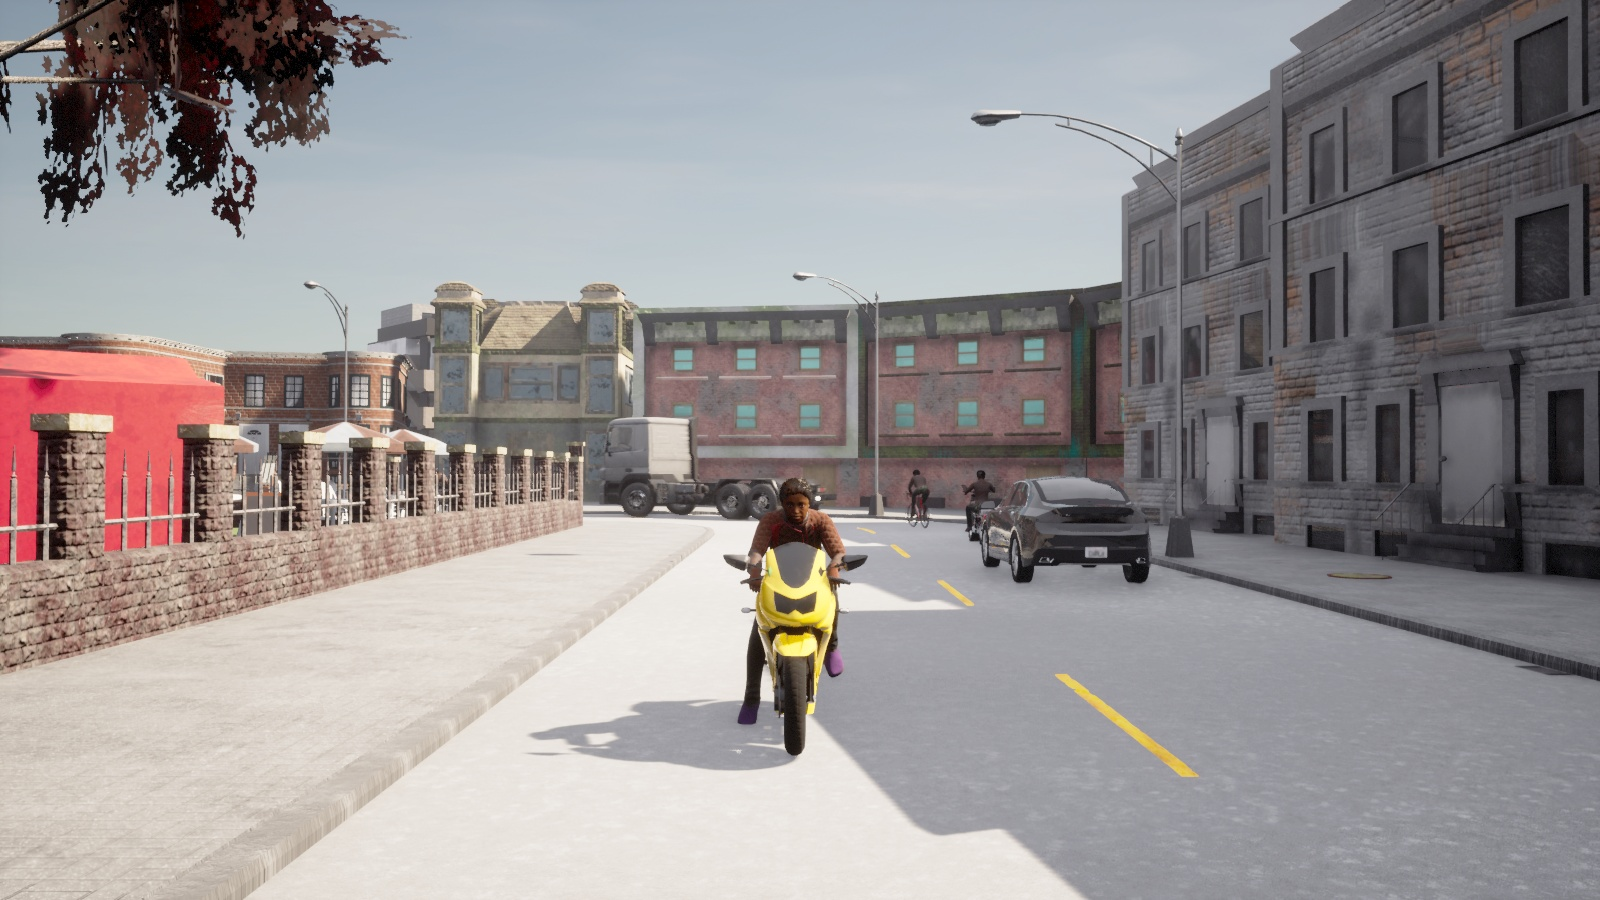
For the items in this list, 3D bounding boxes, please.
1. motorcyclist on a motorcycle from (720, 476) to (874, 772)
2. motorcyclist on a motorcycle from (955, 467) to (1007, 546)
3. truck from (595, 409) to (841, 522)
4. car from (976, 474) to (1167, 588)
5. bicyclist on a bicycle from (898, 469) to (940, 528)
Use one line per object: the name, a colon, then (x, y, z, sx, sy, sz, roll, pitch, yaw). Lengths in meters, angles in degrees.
motorcyclist on a motorcycle: (-0.020, 0.923, 7.552, 0.797, 1.523, 2.044, 0, -1, 0)
motorcyclist on a motorcycle: (3.928, 1.208, 27.391, 0.766, 1.649, 2.350, 0, -1, 0)
truck: (-2.811, 0.547, 41.865, 7.936, 3.462, 2.891, -1, -1, 31)
car: (3.949, 1.124, 19.127, 1.837, 1.490, 4.892, 0, -1, 0)
bicyclist on a bicycle: (3.313, 1.344, 35.083, 0.582, 1.620, 1.656, 0, -1, -15)
